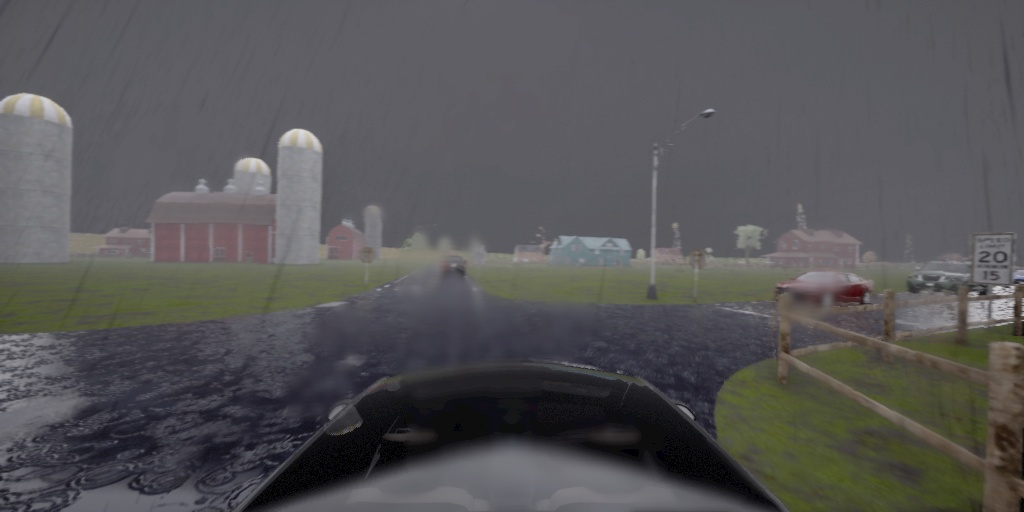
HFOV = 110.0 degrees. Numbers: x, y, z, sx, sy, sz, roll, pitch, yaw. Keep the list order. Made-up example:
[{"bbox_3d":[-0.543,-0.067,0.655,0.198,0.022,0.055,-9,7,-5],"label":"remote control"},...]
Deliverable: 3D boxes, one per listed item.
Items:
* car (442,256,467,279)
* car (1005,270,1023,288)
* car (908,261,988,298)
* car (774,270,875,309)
[{"bbox_3d":[-5.406,1.035,33.697,2.150,2.045,5.566,2,0,-9],"label":"car"},{"bbox_3d":[41.276,1.849,28.481,5.008,1.535,1.882,1,1,-26],"label":"car"},{"bbox_3d":[26.311,1.354,21.500,5.566,2.045,2.150,1,1,-24],"label":"car"},{"bbox_3d":[14.094,1.417,16.186,5.008,1.535,1.882,1,1,-23],"label":"car"}]
